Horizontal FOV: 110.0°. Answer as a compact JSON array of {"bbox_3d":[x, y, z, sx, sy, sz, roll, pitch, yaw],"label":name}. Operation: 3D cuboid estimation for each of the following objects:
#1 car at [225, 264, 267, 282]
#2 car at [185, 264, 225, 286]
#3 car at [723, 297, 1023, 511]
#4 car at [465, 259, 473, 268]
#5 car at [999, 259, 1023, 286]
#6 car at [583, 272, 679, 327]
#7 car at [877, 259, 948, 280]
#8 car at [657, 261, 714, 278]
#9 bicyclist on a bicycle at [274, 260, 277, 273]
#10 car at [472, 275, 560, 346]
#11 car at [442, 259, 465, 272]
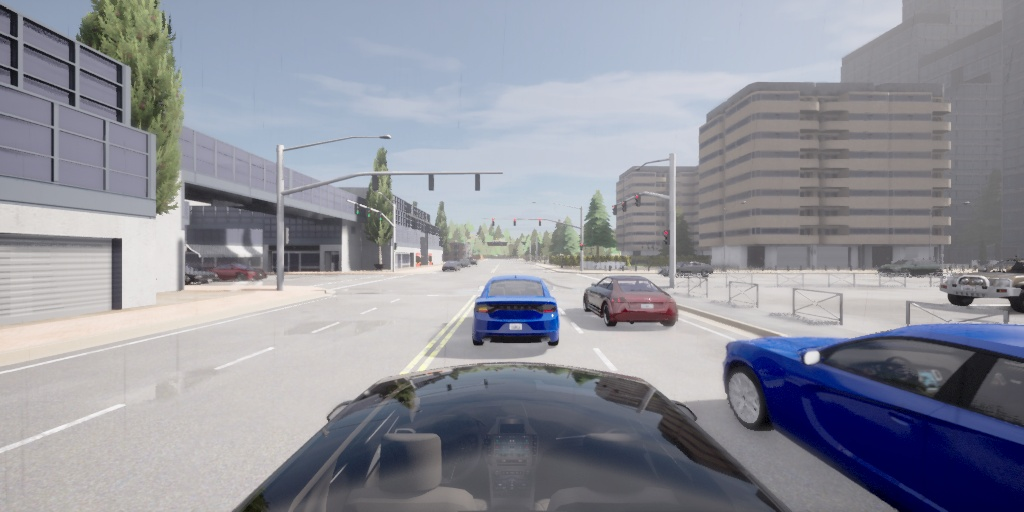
[{"bbox_3d":[-21.819,1.313,28.247,4.181,1.385,1.994,0,0,-1],"label":"car"},{"bbox_3d":[-23.506,1.297,24.723,5.357,1.411,2.033,0,0,-1],"label":"car"},{"bbox_3d":[3.603,1.228,2.540,1.882,1.535,5.008,0,0,0],"label":"car"},{"bbox_3d":[-8.026,1.249,59.710,1.837,1.490,4.892,0,2,-1],"label":"car"},{"bbox_3d":[40.157,1.227,26.669,5.008,1.535,1.882,0,0,-1],"label":"car"},{"bbox_3d":[3.603,1.314,11.593,1.994,1.385,4.181,0,0,0],"label":"car"},{"bbox_3d":[37.385,1.102,33.799,4.553,1.767,2.097,0,0,-1],"label":"car"},{"bbox_3d":[16.090,1.241,33.377,4.902,1.511,2.128,0,0,-1],"label":"car"},{"bbox_3d":[-25.839,1.053,39.677,0.582,1.620,1.656,0,0,-1],"label":"bicyclist on a bicycle"},{"bbox_3d":[0.095,1.228,9.461,1.882,1.535,5.008,0,0,0],"label":"car"},{"bbox_3d":[-7.840,1.297,46.897,2.033,1.411,5.357,0,0,0],"label":"car"}]
